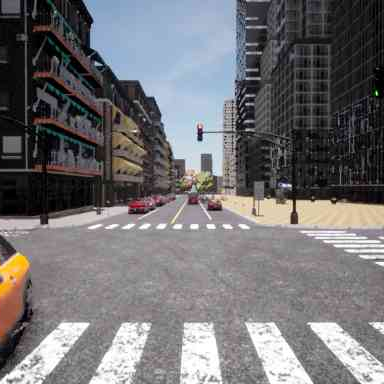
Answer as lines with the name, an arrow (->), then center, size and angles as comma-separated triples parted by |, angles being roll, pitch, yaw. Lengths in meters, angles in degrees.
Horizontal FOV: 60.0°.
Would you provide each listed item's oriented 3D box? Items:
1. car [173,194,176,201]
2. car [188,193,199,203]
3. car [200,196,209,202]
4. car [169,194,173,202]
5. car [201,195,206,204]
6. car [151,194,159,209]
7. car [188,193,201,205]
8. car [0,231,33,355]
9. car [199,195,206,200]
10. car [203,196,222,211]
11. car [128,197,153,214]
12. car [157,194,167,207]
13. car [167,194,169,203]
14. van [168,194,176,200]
car -> -5.521, 1.321, 86.241 | 2.192, 1.841, 5.009 | -1, 0, 0
car -> 0.263, 1.222, 70.034 | 2.150, 2.045, 5.566 | 0, 0, 0
car -> 2.806, 1.547, 74.983 | 1.887, 1.381, 4.507 | -1, 0, 0
car -> -5.553, 1.583, 69.294 | 1.802, 1.307, 4.206 | -1, 0, 0
car -> 2.782, 1.551, 63.685 | 2.008, 1.369, 4.403 | -1, 0, 0
car -> -5.615, 1.435, 41.049 | 1.967, 1.590, 4.097 | -1, 0, 0
car -> 0.228, 1.476, 59.769 | 1.882, 1.535, 5.008 | 0, 0, 0
car -> -3.467, 1.379, 4.168 | 2.097, 1.767, 4.553 | 0, -1, -16
car -> 2.841, 1.534, 92.100 | 1.752, 1.417, 4.829 | -1, 0, 0
car -> 2.733, 1.540, 41.089 | 1.887, 1.381, 4.507 | -1, 0, 0
car -> -5.626, 1.540, 35.400 | 1.887, 1.381, 4.507 | -1, 0, 0
car -> -5.593, 1.312, 52.348 | 2.192, 1.841, 5.009 | -1, 0, 0
car -> -5.579, 1.438, 57.996 | 1.967, 1.590, 4.097 | -1, 0, 0
van -> -5.509, 1.349, 91.889 | 1.690, 1.788, 3.998 | -1, 0, 0
